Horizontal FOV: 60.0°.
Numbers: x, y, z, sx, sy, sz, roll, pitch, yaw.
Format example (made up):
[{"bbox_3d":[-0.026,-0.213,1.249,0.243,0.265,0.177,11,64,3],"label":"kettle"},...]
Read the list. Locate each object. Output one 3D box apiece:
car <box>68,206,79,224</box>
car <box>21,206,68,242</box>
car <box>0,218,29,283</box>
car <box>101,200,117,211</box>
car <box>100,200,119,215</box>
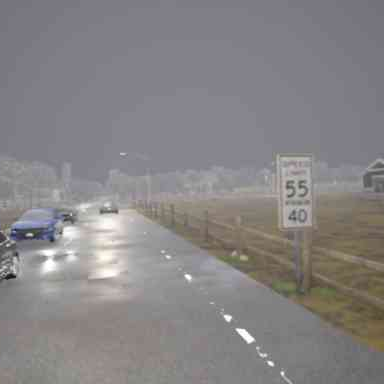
[{"bbox_3d":[-10.287,1.826,26.816,1.895,1.301,4.718,-1,0,-14],"label":"car"},{"bbox_3d":[-7.804,1.640,17.131,1.882,1.535,5.008,-1,0,-15],"label":"car"},{"bbox_3d":[-5.304,1.621,7.450,1.837,1.490,4.892,-1,0,-14],"label":"car"},{"bbox_3d":[-11.870,1.870,47.320,2.033,1.411,5.357,-1,0,-14],"label":"car"},{"bbox_3d":[-9.309,1.785,37.386,1.994,1.385,4.181,-1,0,-14],"label":"car"}]
